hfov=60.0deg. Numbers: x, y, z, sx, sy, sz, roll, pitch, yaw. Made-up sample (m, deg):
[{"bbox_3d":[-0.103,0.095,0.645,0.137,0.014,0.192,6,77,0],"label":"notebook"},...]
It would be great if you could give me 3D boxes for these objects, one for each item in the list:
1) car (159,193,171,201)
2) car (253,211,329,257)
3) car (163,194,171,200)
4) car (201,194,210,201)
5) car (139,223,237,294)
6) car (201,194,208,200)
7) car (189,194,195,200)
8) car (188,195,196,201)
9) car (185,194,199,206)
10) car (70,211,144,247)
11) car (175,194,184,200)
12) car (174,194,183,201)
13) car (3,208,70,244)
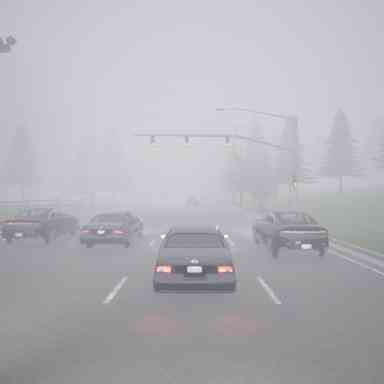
[{"bbox_3d":[-6.987,1.217,83.670,2.150,2.045,5.566,0,0,0],"label":"car"},{"bbox_3d":[3.603,1.491,12.878,2.128,1.511,4.902,0,0,0],"label":"car"},{"bbox_3d":[-6.985,1.385,94.060,1.994,1.385,4.181,0,0,0],"label":"car"},{"bbox_3d":[3.513,1.492,83.639,1.837,1.490,4.892,0,0,0],"label":"car"},{"bbox_3d":[0.068,1.547,8.957,2.033,1.411,5.357,0,0,0],"label":"car"},{"bbox_3d":[3.515,1.310,94.059,1.882,1.535,5.008,0,0,0],"label":"car"},{"bbox_3d":[0.015,1.310,94.059,1.882,1.535,5.008,0,0,0],"label":"car"},{"bbox_3d":[0.013,1.531,83.639,2.033,1.411,5.357,0,0,0],"label":"car"},{"bbox_3d":[0.006,1.352,52.996,2.097,1.767,4.553,0,0,0],"label":"car"},{"bbox_3d":[-3.398,1.547,14.948,2.033,1.411,5.357,0,0,0],"label":"car"},{"bbox_3d":[-3.485,1.357,94.060,2.128,1.511,4.902,0,0,0],"label":"car"},{"bbox_3d":[-3.487,1.517,84.056,1.812,1.442,4.674,0,0,0],"label":"car"},{"bbox_3d":[-6.897,1.492,15.708,2.128,1.511,4.902,0,0,0],"label":"car"}]
